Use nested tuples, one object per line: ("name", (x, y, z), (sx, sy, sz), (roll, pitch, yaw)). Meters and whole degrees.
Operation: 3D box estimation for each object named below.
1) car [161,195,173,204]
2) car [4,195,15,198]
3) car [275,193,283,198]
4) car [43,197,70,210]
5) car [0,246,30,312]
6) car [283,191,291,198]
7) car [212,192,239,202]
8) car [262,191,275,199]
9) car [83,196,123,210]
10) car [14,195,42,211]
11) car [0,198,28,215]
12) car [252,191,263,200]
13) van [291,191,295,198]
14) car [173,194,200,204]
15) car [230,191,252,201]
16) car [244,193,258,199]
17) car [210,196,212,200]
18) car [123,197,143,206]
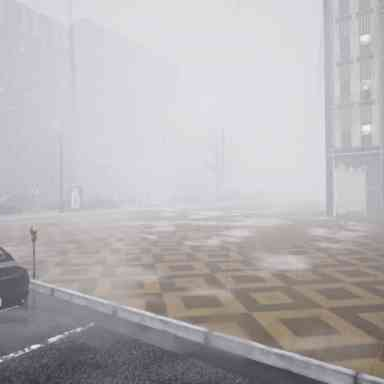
("car", (-3.213, 1.175, 56.718), (2.128, 1.511, 4.902), (-1, 0, 37))
("car", (-20.654, 1.385, 32.699), (1.882, 1.535, 5.008), (-1, 0, 37))
("car", (18.952, 0.938, 77.555), (2.008, 1.369, 4.403), (-1, 0, 36))
("car", (-15.091, 1.360, 40.395), (1.812, 1.442, 4.674), (-1, 0, 36))
("car", (-4.926, 1.553, 6.558), (4.403, 1.369, 2.008), (0, -1, 35))
("car", (22.193, 0.932, 82.033), (1.802, 1.307, 4.206), (-1, 0, 36))
("car", (5.990, 1.093, 59.644), (2.008, 1.369, 4.403), (-1, 0, 36))
("car", (15.709, 0.741, 73.077), (2.192, 1.841, 5.009), (-1, 0, 36))
("car", (-10.214, 1.186, 37.254), (1.967, 1.590, 4.097), (-1, 0, 36))
("car", (-20.244, 1.228, 37.690), (2.192, 1.841, 5.009), (-1, 0, 36))
("car", (-16.694, 1.413, 28.298), (1.802, 1.307, 4.206), (-1, 0, 36))
("car", (12.471, 1.046, 68.599), (1.802, 1.307, 4.206), (-1, 0, 36))
("van", (25.431, 0.654, 86.511), (1.690, 1.788, 3.998), (-1, 0, 36))
("car", (-0.493, 1.062, 50.688), (1.967, 1.590, 4.097), (-1, 0, 36))
("car", (9.230, 1.048, 64.122), (1.887, 1.381, 4.507), (-1, 0, 36))
("car", (15.405, 1.040, 86.947), (1.947, 1.339, 4.313), (-1, 0, 36))
("car", (5.682, 1.029, 73.513), (1.967, 1.590, 4.097), (-1, 0, 36))
("car", (-9.383, 1.362, 48.278), (1.895, 1.301, 4.718), (-1, 0, 36))
